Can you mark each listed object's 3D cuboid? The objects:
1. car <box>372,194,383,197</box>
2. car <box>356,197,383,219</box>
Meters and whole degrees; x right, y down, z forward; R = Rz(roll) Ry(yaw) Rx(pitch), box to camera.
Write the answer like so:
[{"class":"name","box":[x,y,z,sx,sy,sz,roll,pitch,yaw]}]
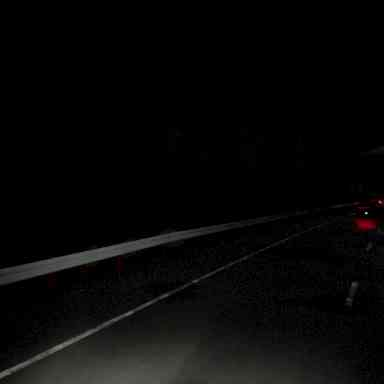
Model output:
[{"class":"car","box":[21.935,1.221,38.269,2.150,2.045,5.566,0,0,35]},{"class":"car","box":[15.910,1.505,29.698,1.837,1.490,4.892,0,0,35]}]
